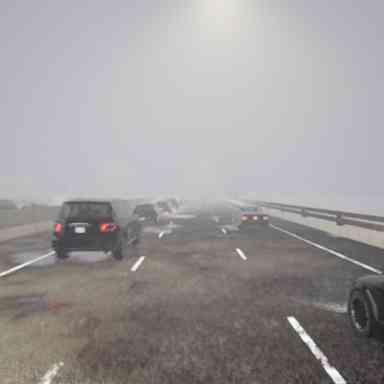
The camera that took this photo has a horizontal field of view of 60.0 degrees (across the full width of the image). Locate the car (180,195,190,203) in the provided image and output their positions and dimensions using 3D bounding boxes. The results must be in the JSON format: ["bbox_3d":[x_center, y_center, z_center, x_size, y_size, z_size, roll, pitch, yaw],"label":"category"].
[{"bbox_3d":[-1.591,1.653,79.752,2.033,1.649,4.856,0,0,3],"label":"car"}]

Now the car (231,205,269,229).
[{"bbox_3d":[3.765,1.589,22.108,2.033,1.411,5.357,0,0,1],"label":"car"}]

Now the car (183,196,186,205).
[{"bbox_3d":[-2.482,1.738,57.863,1.895,1.301,4.718,0,0,2],"label":"car"}]

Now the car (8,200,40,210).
[{"bbox_3d":[-13.813,1.614,29.310,1.994,1.385,4.181,0,0,1],"label":"car"}]

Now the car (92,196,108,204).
[{"bbox_3d":[-19.501,1.630,70.822,1.882,1.535,5.008,0,0,2],"label":"car"}]

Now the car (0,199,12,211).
[{"bbox_3d":[-17.315,1.400,29.196,2.097,1.767,4.553,0,0,1],"label":"car"}]

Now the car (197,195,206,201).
[{"bbox_3d":[2.338,1.663,88.775,1.812,1.442,4.674,0,0,3],"label":"car"}]

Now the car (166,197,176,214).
[{"bbox_3d":[-3.097,1.597,35.906,1.812,1.442,4.674,0,0,1],"label":"car"}]

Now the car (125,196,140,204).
[{"bbox_3d":[-12.508,1.683,70.513,2.128,1.511,4.902,0,0,2],"label":"car"}]

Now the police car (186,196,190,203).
[{"bbox_3d":[-2.071,1.683,68.794,2.038,1.542,4.974,0,0,2],"label":"police car"}]

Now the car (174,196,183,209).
[{"bbox_3d":[-2.825,1.532,46.871,2.033,1.649,4.856,0,0,2],"label":"car"}]

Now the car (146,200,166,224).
[{"bbox_3d":[-3.300,1.549,24.940,1.837,1.490,4.892,0,0,1],"label":"car"}]

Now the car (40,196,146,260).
[{"bbox_3d":[-3.335,1.241,12.665,2.150,2.045,5.566,0,0,0],"label":"car"}]

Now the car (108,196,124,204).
[{"bbox_3d":[-16.004,1.680,70.667,2.128,1.511,4.902,0,0,2],"label":"car"}]

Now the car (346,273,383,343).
[{"bbox_3d":[3.616,1.570,3.981,1.994,1.385,4.181,0,0,0],"label":"car"}]
